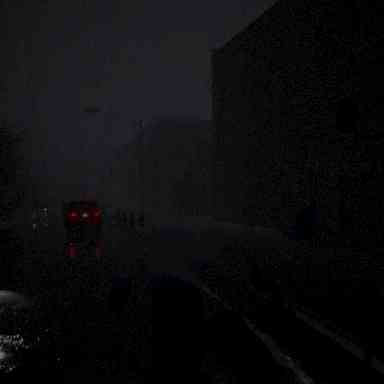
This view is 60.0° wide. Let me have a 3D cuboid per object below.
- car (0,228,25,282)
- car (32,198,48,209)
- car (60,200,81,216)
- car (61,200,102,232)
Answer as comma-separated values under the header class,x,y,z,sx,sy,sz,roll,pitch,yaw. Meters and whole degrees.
class,x,y,z,sx,sy,sz,roll,pitch,yaw
car,-6.288,1.809,9.995,1.994,1.385,4.181,-1,0,-20
car,-22.776,1.617,50.064,1.812,1.442,4.674,-2,3,-22
car,-14.722,1.857,40.222,2.128,1.511,4.902,-2,2,-23
car,-7.720,1.572,23.316,2.150,2.045,5.566,-2,0,-23
